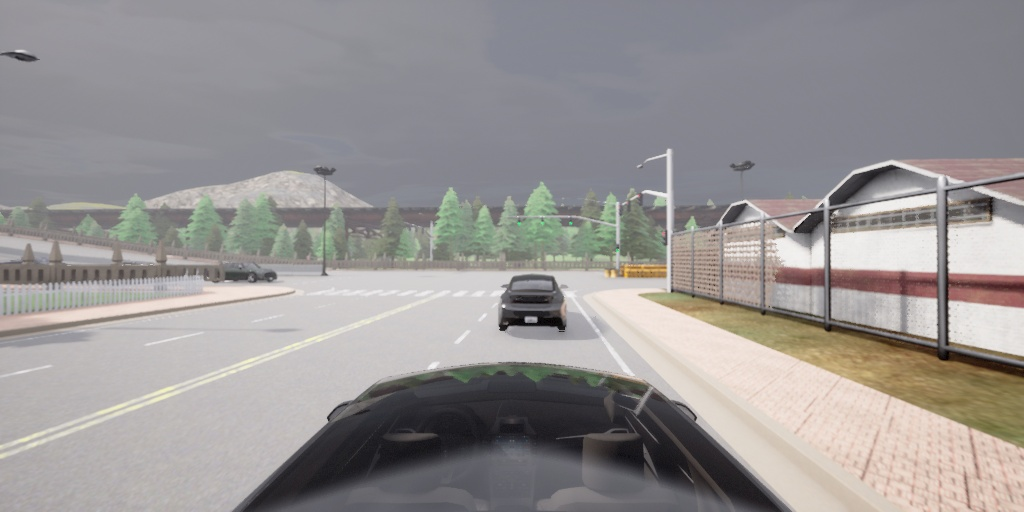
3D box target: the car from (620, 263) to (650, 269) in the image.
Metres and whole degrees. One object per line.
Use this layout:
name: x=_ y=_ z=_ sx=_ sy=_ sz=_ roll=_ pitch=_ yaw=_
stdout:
car: x=15.177 y=1.623 z=41.268 sx=4.718 sy=1.301 sz=1.895 roll=0 pitch=0 yaw=3

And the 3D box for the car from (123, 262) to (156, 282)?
car: x=-31.007 y=1.404 z=29.582 sx=5.357 sy=1.411 sz=2.033 roll=1 pitch=0 yaw=3

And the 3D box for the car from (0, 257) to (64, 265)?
car: x=-41.389 y=1.046 z=30.179 sx=4.718 sy=1.301 sz=1.895 roll=4 pitch=0 yaw=3

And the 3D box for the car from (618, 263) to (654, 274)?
car: x=16.586 y=1.632 z=48.202 sx=4.181 sy=1.385 sz=1.994 roll=0 pitch=0 yaw=3

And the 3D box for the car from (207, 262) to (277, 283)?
car: x=-21.578 y=1.255 z=29.004 sx=4.553 sy=1.767 sz=2.097 roll=0 pitch=0 yaw=5

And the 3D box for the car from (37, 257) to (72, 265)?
car: x=-44.502 y=0.787 z=33.867 sx=5.357 sy=1.411 sz=2.033 roll=4 pitch=0 yaw=3

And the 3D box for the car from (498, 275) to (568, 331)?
car: x=0.688 y=1.319 z=11.257 sx=1.837 sy=1.490 sz=4.892 roll=0 pitch=0 yaw=5
